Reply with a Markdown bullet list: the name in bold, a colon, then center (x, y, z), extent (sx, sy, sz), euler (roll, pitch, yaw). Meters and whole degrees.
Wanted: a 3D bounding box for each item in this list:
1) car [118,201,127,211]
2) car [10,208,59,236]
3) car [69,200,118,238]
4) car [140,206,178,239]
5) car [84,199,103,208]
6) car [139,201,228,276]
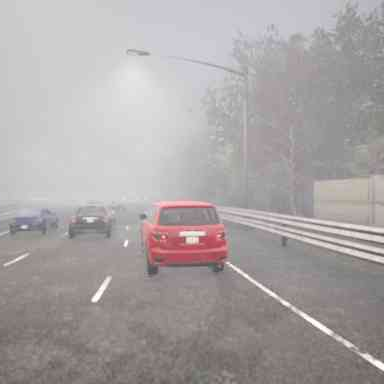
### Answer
- **car**: center (-10.245, 1.892, 45.189), extent (1.895, 1.301, 4.718), euler (0, 0, -24)
- **car**: center (-9.156, 1.657, 19.560), extent (1.812, 1.442, 4.674), euler (0, 0, -11)
- **car**: center (-5.444, 1.473, 18.578), extent (2.097, 1.767, 4.553), euler (0, 0, -10)
- **car**: center (-2.015, 1.648, 19.278), extent (1.812, 1.442, 4.674), euler (0, 0, -10)
- **car**: center (-17.405, 1.983, 58.646), extent (1.895, 1.301, 4.718), euler (0, 0, -32)
- **car**: center (-0.471, 1.291, 10.867), extent (2.150, 2.045, 5.566), euler (0, 0, -10)
